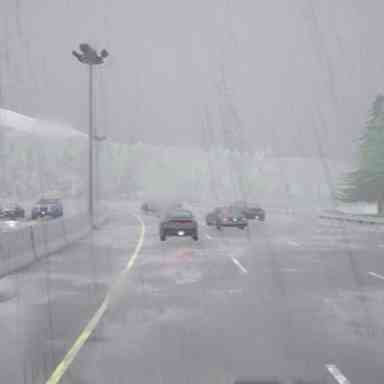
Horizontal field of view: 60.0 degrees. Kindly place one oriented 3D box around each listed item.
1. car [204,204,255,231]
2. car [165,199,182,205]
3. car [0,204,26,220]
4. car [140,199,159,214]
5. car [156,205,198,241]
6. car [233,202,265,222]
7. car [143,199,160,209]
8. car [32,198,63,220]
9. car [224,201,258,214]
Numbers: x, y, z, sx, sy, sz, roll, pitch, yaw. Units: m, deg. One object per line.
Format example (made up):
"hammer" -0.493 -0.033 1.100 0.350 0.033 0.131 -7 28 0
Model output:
"car" 2.185 1.739 22.470 2.033 1.411 5.357 0 -1 -9
"car" -3.200 2.014 56.770 2.128 1.511 4.902 0 0 -21
"car" -17.621 1.896 32.279 1.812 1.442 4.674 0 -1 -13
"car" -5.250 1.945 41.809 2.033 1.411 5.357 0 -1 -17
"car" -0.817 1.671 17.946 1.837 1.490 4.892 1 0 -7
"car" 4.663 1.738 28.288 1.837 1.490 4.892 0 -1 -10
"car" -6.962 2.044 56.841 1.837 1.490 4.892 0 -1 -21
"car" -14.210 1.576 33.060 2.150 2.045 5.566 0 -1 -13
"car" 5.912 1.888 40.953 2.033 1.411 5.357 0 -1 -16
